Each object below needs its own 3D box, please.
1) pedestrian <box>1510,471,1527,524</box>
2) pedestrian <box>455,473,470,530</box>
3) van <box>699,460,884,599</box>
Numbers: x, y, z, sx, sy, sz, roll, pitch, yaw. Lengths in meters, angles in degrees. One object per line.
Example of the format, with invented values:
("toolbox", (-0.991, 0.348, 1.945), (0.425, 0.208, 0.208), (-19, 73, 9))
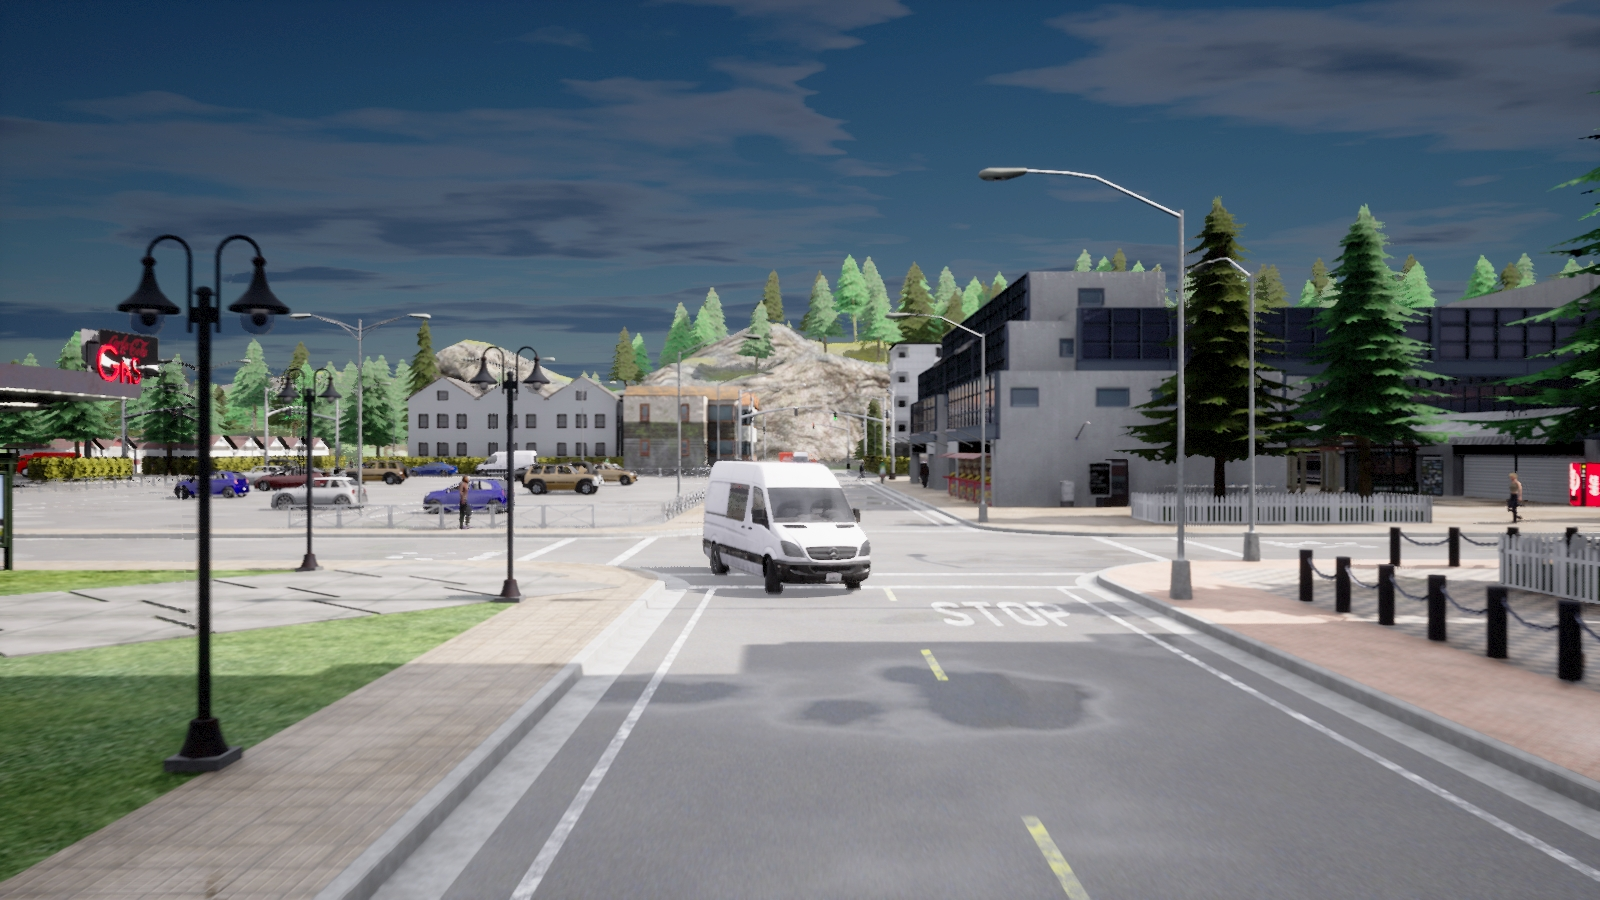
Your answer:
("pedestrian", (25.636, 1.684, 40.747), (0.375, 1.860, 0.375), (0, 0, 2))
("pedestrian", (-11.175, 1.691, 37.832), (0.375, 1.860, 0.375), (0, 0, 0))
("van", (-0.377, 1.519, 24.365), (1.988, 2.561, 5.915), (1, -1, -20))
